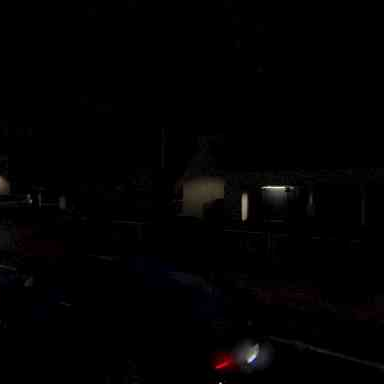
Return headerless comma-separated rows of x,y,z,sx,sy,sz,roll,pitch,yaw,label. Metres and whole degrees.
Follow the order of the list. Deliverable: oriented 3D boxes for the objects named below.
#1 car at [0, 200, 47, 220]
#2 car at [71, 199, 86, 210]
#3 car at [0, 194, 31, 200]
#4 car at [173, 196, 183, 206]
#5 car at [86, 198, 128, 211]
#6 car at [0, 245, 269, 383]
-14.964,1.601,28.187,1.895,1.301,4.718,0,0,35,car
-11.761,1.490,38.716,2.128,1.511,4.902,0,0,36,car
-17.590,1.221,30.566,2.150,2.045,5.566,0,0,36,car
-1.098,1.351,53.628,2.097,1.767,4.553,0,0,36,car
-9.020,1.564,36.532,1.994,1.385,4.181,0,0,36,car
-1.228,1.526,4.857,4.674,1.442,1.812,0,0,35,car
